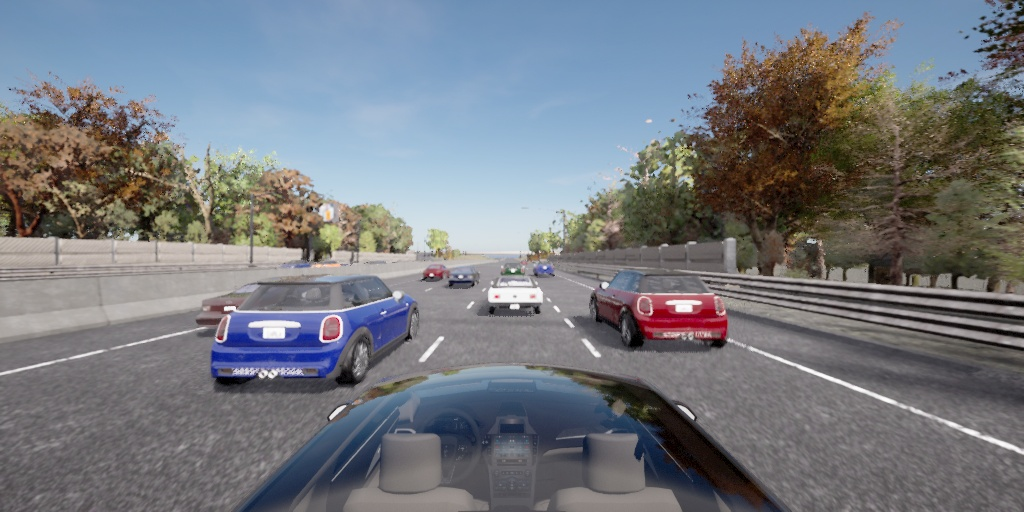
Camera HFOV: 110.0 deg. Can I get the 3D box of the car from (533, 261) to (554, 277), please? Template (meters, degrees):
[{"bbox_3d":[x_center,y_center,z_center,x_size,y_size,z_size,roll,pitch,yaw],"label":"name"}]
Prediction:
[{"bbox_3d":[3.492,1.309,40.204,2.097,1.767,4.553,0,0,0],"label":"car"}]

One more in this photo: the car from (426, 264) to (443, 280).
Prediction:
[{"bbox_3d":[-6.904,1.462,33.080,1.812,1.442,4.674,0,0,0],"label":"car"}]

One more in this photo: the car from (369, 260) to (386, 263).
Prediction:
[{"bbox_3d":[-17.590,1.370,46.252,2.097,1.767,4.553,0,0,0],"label":"car"}]

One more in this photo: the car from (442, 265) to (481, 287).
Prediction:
[{"bbox_3d":[-3.406,1.442,26.285,2.033,1.411,5.357,0,0,0],"label":"car"}]

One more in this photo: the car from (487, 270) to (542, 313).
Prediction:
[{"bbox_3d":[0.099,1.423,14.296,1.895,1.301,4.718,0,0,0],"label":"car"}]

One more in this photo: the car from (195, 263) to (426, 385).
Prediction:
[{"bbox_3d":[-3.401,1.133,7.251,2.097,1.767,4.553,0,0,0],"label":"car"}]

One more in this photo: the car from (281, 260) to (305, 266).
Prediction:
[{"bbox_3d":[-28.082,1.370,46.488,2.097,1.767,4.553,0,0,0],"label":"car"}]

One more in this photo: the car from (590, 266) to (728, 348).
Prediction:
[{"bbox_3d":[3.544,1.123,9.557,2.097,1.767,4.553,0,0,-1],"label":"car"}]

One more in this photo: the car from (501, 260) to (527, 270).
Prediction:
[{"bbox_3d":[0.093,1.280,31.724,2.097,1.767,4.553,0,0,0],"label":"car"}]

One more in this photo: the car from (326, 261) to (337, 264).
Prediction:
[{"bbox_3d":[-21.094,1.612,45.181,1.895,1.301,4.718,0,0,0],"label":"car"}]

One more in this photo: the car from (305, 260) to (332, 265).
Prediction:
[{"bbox_3d":[-24.581,1.376,47.320,2.097,1.767,4.553,0,0,0],"label":"car"}]
